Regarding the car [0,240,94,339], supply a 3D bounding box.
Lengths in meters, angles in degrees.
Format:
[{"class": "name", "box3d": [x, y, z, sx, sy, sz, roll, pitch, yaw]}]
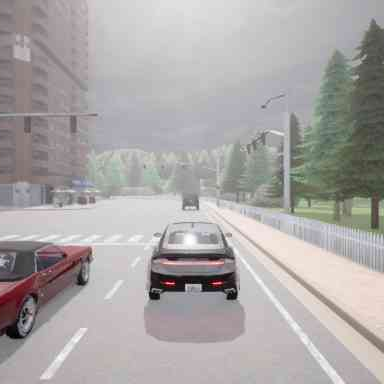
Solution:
[{"class": "car", "box3d": [-3.449, 1.601, 6.502, 1.895, 1.301, 4.718, 0, 0, 0]}]

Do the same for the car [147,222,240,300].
[{"class": "car", "box3d": [0.024, 1.492, 8.350, 2.128, 1.511, 4.902, 0, 0, 0]}]

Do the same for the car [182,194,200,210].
[{"class": "car", "box3d": [-0.173, 1.221, 43.798, 2.150, 2.045, 5.566, 0, 0, -1]}]
